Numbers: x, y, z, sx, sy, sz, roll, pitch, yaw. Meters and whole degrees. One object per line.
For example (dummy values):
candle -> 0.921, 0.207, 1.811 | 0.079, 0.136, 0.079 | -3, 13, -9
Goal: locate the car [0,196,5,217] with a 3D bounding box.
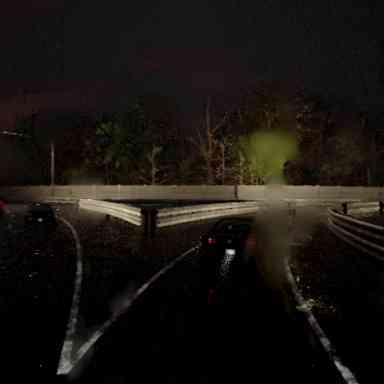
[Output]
car -> -18.263, 1.131, 30.038 | 2.150, 2.045, 5.566 | 0, 0, -30

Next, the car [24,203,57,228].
car -> -9.976, 1.477, 21.959 | 1.812, 1.442, 4.674 | 0, 0, -24

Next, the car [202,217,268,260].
car -> 1.846, 1.613, 12.707 | 1.895, 1.301, 4.718 | 0, 0, 16
